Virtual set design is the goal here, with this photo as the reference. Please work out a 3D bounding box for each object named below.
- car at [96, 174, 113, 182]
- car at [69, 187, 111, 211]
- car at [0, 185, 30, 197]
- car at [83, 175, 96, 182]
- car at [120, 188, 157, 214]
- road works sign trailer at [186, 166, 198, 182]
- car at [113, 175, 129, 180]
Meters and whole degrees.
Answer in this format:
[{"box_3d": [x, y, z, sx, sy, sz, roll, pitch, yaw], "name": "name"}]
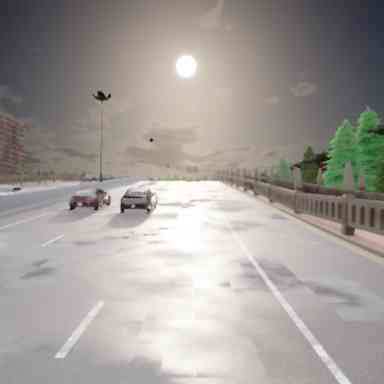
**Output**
[{"box_3d": [-17.415, -2.969, 68.327, 2.097, 1.767, 4.553, 0, 4, 0], "name": "car"}, {"box_3d": [-6.879, 0.407, 22.693, 1.812, 1.442, 4.674, 0, 4, 0], "name": "car"}, {"box_3d": [-14.066, 0.222, 25.309, 1.812, 1.442, 4.674, 0, 4, 0], "name": "car"}, {"box_3d": [-20.915, -2.799, 68.314, 1.812, 1.442, 4.674, 0, 4, 0], "name": "car"}, {"box_3d": [-3.382, 0.453, 21.574, 2.128, 1.511, 4.902, 0, 4, 0], "name": "car"}, {"box_3d": [0.103, -4.166, 76.606, 2.380, 3.560, 2.880, 0, 1, 2], "name": "road works sign trailer"}, {"box_3d": [-13.917, -2.757, 66.954, 1.882, 1.535, 5.008, 0, 4, 0], "name": "car"}]
